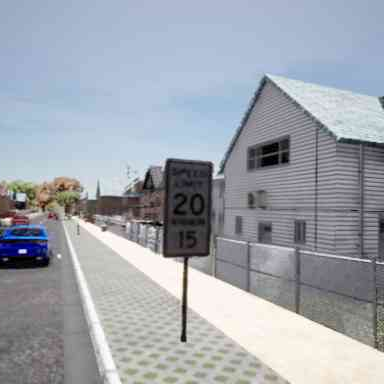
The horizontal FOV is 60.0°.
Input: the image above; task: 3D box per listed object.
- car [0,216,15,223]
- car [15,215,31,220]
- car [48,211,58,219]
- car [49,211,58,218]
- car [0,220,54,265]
[{"bbox_3d":[-12.965,2.497,21.323,1.882,1.535,5.008,3,-4,-21],"label":"car"},{"bbox_3d":[-19.404,3.351,37.643,1.882,1.535,5.008,3,-4,-21],"label":"car"},{"bbox_3d":[-32.104,5.330,76.799,2.097,1.767,4.553,3,-4,-22],"label":"car"},{"bbox_3d":[-35.868,5.770,86.207,1.882,1.535,5.008,3,-4,-22],"label":"car"},{"bbox_3d":[-7.385,2.246,15.024,1.882,1.535,5.008,3,-4,-22],"label":"car"}]
